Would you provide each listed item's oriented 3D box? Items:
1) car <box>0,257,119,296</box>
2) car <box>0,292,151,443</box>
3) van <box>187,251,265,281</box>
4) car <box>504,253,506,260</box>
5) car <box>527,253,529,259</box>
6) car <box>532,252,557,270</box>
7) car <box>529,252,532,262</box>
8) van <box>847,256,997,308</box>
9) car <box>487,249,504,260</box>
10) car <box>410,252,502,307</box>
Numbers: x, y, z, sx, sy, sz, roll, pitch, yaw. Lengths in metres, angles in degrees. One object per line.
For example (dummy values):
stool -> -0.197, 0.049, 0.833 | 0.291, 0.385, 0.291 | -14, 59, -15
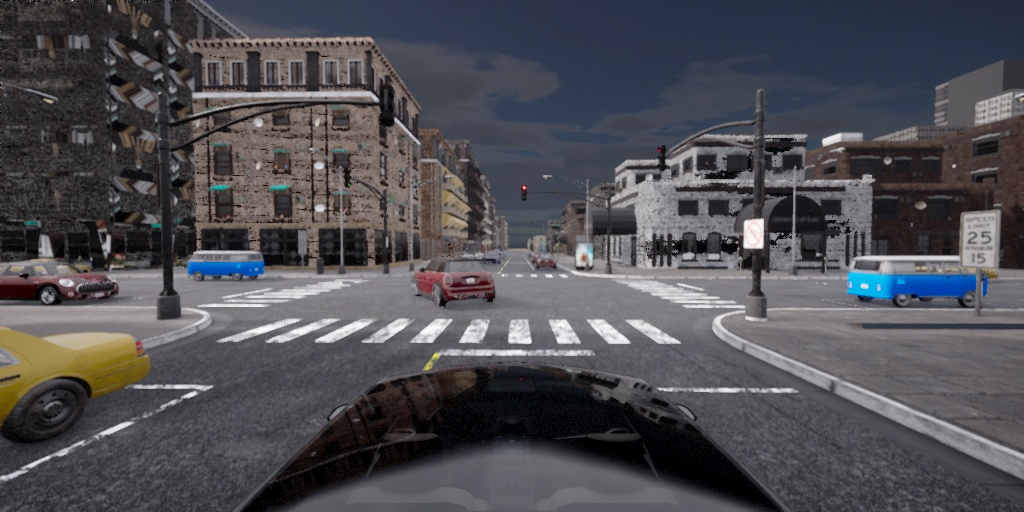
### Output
car -> -17.528, 0.935, 13.533 | 4.097, 1.591, 1.967 | 0, 0, 1
car -> -5.680, 1.254, 2.637 | 1.751, 1.417, 4.829 | 0, 0, 1
van -> -17.429, 0.586, 21.909 | 3.998, 1.789, 1.690 | 0, 0, 1
car -> -2.064, -0.047, 60.222 | 2.128, 1.511, 4.902 | 0, 1, 2
car -> 3.543, 0.181, 52.203 | 2.007, 1.370, 4.403 | 0, 0, 1
car -> 3.254, 0.441, 35.119 | 1.967, 1.591, 4.097 | 0, 0, 1
car -> 3.447, 0.335, 46.508 | 1.802, 1.307, 4.207 | 0, 0, 1
van -> 14.849, 0.887, 13.225 | 3.998, 1.789, 1.690 | 0, 0, 1
car -> -2.386, 0.176, 43.418 | 2.097, 1.767, 4.553 | 0, 1, 1
car -> -2.491, 0.835, 14.216 | 2.097, 1.767, 4.553 | -1, 2, -30
